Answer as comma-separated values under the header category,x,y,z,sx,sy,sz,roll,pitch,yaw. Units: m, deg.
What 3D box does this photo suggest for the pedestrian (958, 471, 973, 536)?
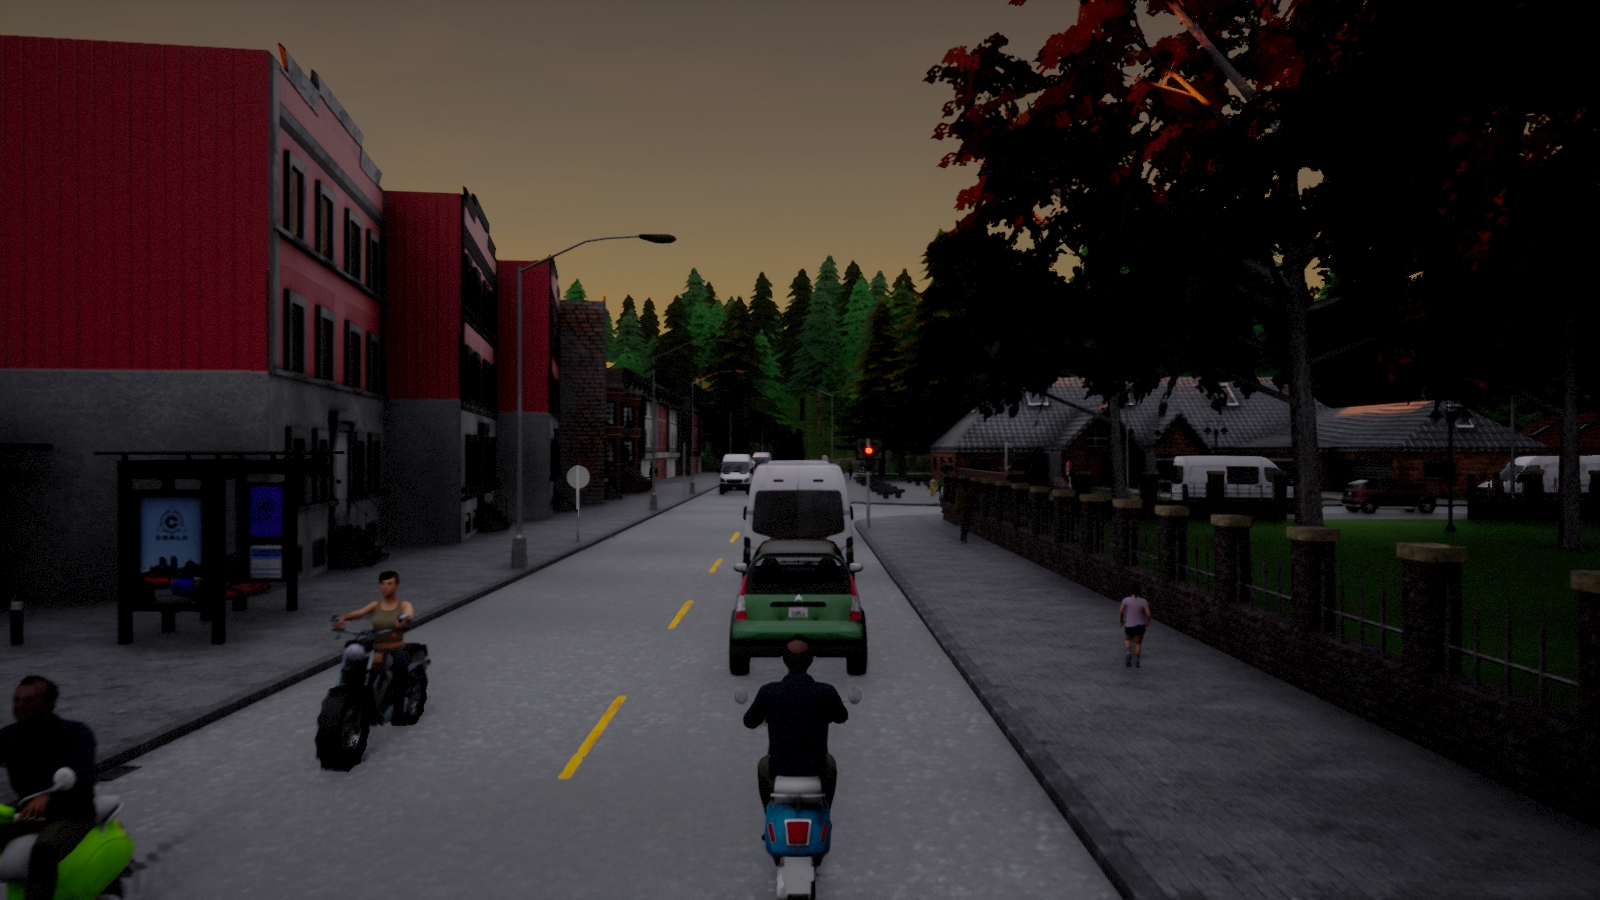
category,x,y,z,sx,sy,sz,roll,pitch,yaw
pedestrian,4.751,1.525,32.850,0.375,1.860,0.375,0,0,-1

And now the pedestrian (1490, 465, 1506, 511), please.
category,x,y,z,sx,sy,sz,roll,pitch,yaw
pedestrian,28.057,1.524,45.915,0.375,1.860,0.375,0,0,-10

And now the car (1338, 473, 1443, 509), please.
category,x,y,z,sx,sy,sz,roll,pitch,yaw
car,26.114,1.806,50.622,3.705,1.549,1.789,0,0,0

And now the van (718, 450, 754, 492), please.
category,x,y,z,sx,sy,sz,roll,pitch,yaw
van,-4.121,1.314,74.191,1.988,2.561,5.915,0,0,0

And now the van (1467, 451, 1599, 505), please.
category,x,y,z,sx,sy,sz,roll,pitch,yaw
van,35.541,1.314,54.749,5.915,2.561,1.988,0,0,1

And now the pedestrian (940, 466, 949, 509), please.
category,x,y,z,sx,sy,sz,roll,pitch,yaw
pedestrian,6.336,1.628,50.017,0.375,1.860,0.375,0,0,13

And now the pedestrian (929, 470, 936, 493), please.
category,x,y,z,sx,sy,sz,roll,pitch,yaw
pedestrian,7.532,1.803,64.799,0.375,1.300,0.375,0,0,1

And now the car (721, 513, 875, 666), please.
category,x,y,z,sx,sy,sz,roll,pitch,yaw
car,-0.026,1.779,15.682,1.851,1.617,3.988,0,0,0

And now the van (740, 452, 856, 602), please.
category,x,y,z,sx,sy,sz,roll,pitch,yaw
van,-0.046,1.314,22.467,1.988,2.561,5.915,0,0,0

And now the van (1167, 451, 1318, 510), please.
category,x,y,z,sx,sy,sz,roll,pitch,yaw
van,19.576,1.314,50.683,5.915,2.561,1.988,0,0,1

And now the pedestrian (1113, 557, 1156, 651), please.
category,x,y,z,sx,sy,sz,roll,pitch,yaw
pedestrian,4.160,1.904,14.223,0.500,1.100,0.500,0,0,15

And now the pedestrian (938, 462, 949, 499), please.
category,x,y,z,sx,sy,sz,roll,pitch,yaw
pedestrian,7.155,1.520,56.830,0.375,1.860,0.375,0,0,-38
